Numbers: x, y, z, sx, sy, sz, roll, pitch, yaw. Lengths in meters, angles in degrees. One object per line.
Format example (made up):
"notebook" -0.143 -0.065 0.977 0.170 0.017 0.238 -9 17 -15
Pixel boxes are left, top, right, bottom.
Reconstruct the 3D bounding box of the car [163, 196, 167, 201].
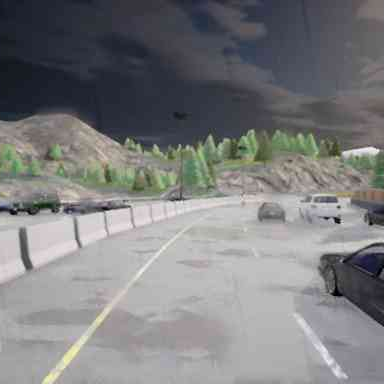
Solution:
"car" -4.666 1.303 72.766 2.128 1.511 4.902 0 0 23

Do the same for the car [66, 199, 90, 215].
"car" -10.560 1.428 32.839 2.033 1.411 5.357 0 0 12

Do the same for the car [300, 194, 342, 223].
"car" 9.461 1.176 24.784 2.150 2.045 5.566 0 0 10

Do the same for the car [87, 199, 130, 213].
"car" -7.416 1.496 30.703 1.895 1.301 4.718 0 0 11

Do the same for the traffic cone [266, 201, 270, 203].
"traffic cone" 12.920 1.828 56.935 0.340 0.580 0.340 0 0 22

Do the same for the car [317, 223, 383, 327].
"car" 3.783 1.542 5.450 2.033 1.411 5.357 0 0 3

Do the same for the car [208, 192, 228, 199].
"car" 5.968 1.012 70.679 2.150 2.045 5.566 0 0 25

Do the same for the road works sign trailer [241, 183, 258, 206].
"road works sign trailer" 8.969 0.344 50.966 2.380 3.560 2.880 0 0 22

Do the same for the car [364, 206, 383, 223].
"car" 12.220 1.522 20.102 2.033 1.411 5.357 0 0 9

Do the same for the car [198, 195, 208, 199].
"car" 2.875 1.294 72.323 1.812 1.442 4.674 0 0 25

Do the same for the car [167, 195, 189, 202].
"car" -2.448 1.336 69.186 2.033 1.411 5.357 0 0 23

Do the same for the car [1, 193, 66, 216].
"car" -14.491 1.097 30.958 2.150 2.045 5.566 0 0 11

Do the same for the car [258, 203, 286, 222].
"car" 6.151 1.507 25.916 1.994 1.385 4.181 0 0 10
